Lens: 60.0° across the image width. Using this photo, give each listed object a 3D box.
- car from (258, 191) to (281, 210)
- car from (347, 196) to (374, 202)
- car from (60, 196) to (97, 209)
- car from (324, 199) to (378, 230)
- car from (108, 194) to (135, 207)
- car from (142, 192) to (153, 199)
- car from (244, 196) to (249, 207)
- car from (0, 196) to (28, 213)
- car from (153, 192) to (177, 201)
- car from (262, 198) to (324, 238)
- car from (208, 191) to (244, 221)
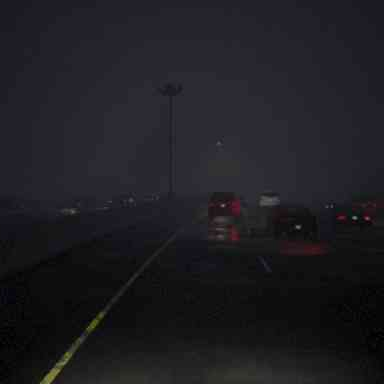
[{"bbox_3d":[8.302,0.854,35.468,2.150,2.045,5.566,0,1,12],"label":"car"},{"bbox_3d":[13.916,1.076,28.085,2.097,1.767,4.553,0,1,11],"label":"car"},{"bbox_3d":[-12.825,1.108,38.084,2.033,1.411,5.357,0,1,12],"label":"car"},{"bbox_3d":[8.717,1.354,19.499,2.033,1.411,5.357,0,1,9],"label":"car"},{"bbox_3d":[-8.573,1.042,41.157,1.837,1.490,4.892,0,0,12],"label":"car"},{"bbox_3d":[-9.109,0.643,71.335,1.882,1.535,5.008,0,1,12],"label":"car"},{"bbox_3d":[6.160,1.157,42.134,1.895,1.301,4.718,0,1,12],"label":"car"},{"bbox_3d":[-17.757,1.113,31.507,2.128,1.511,4.902,0,1,11],"label":"car"},{"bbox_3d":[-3.557,0.828,47.719,2.097,1.767,4.553,0,1,12],"label":"car"},{"bbox_3d":[4.811,1.308,16.544,1.882,1.535,5.008,0,1,7],"label":"car"},{"bbox_3d":[2.505,0.960,24.564,2.150,2.045,5.566,0,1,10],"label":"car"}]
